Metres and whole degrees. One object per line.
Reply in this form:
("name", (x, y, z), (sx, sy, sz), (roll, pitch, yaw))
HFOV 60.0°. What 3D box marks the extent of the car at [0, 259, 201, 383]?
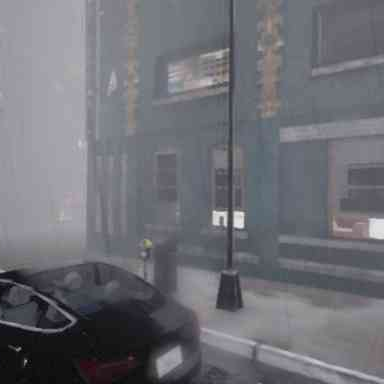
("car", (-1.894, 1.561, 4.218), (4.313, 1.339, 1.947), (0, 1, 36))
